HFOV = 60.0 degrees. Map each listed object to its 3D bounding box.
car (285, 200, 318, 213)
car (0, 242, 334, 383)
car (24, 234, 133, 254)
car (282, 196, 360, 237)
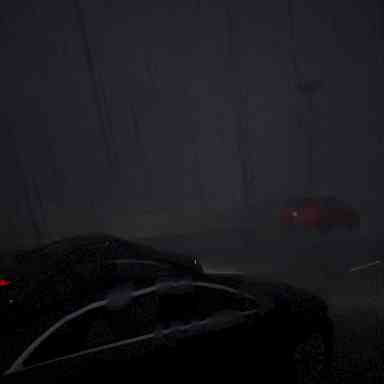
[{"bbox_3d":[12.813,1.664,38.754,1.895,1.301,4.718,0,0,43],"label":"car"},{"bbox_3d":[-0.419,1.498,3.578,4.902,1.511,2.128,0,0,-36],"label":"car"},{"bbox_3d":[-1.783,1.577,6.917,4.181,1.385,1.994,0,0,-36],"label":"car"},{"bbox_3d":[7.306,1.252,18.669,5.566,2.045,2.150,0,0,-41],"label":"car"}]
